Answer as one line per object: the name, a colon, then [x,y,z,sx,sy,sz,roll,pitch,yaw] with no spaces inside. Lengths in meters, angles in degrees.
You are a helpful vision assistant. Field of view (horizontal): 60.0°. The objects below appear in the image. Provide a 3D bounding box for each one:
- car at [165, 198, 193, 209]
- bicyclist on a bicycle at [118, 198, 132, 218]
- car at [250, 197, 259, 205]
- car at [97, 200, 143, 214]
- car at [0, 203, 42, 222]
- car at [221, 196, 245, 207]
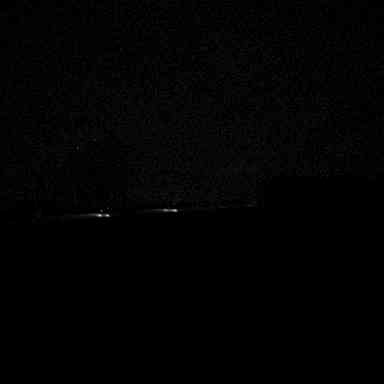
car: [-1.598,1.484,44.250,1.812,1.442,4.674,-1,-1,35]
bicyclist on a bicycle: [-5.672,1.351,28.116,1.656,1.620,0.582,0,0,35]
car: [11.958,1.477,58.540,2.128,1.511,4.902,-1,-1,35]
car: [-7.610,1.515,35.747,2.033,1.411,5.357,-1,-1,35]
car: [-14.185,1.557,26.450,1.994,1.385,4.181,-1,-1,35]
car: [6.256,1.406,50.361,1.882,1.535,5.008,-1,-1,36]
